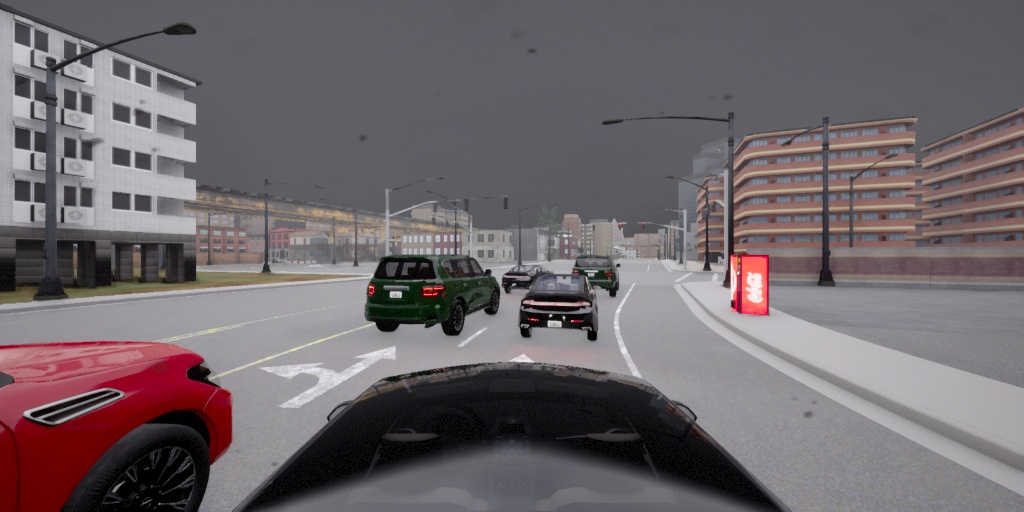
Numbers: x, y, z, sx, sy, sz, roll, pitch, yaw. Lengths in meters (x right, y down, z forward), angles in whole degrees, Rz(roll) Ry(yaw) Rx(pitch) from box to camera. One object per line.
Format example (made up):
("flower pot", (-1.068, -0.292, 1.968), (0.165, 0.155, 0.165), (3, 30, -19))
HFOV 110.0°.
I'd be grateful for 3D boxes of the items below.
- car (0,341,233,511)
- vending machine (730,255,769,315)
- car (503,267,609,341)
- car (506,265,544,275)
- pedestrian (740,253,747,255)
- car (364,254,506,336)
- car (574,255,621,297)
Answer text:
("car", (-3.265, 0.971, 0.473), (2.150, 2.045, 5.566), (0, 0, -2))
("vending machine", (7.808, 0.945, 11.787), (1.100, 2.100, 0.880), (0, 0, 20))
("car", (1.433, 1.241, 10.034), (2.128, 1.511, 4.902), (0, 0, 12))
("car", (1.102, 1.241, 20.110), (2.128, 1.511, 4.902), (0, 0, 24))
("pedestrian", (8.041, 0.795, 12.407), (0.375, 1.860, 0.375), (0, 0, 21))
("car", (-2.001, 0.971, 10.743), (2.150, 2.045, 5.566), (0, 0, 14))
("car", (4.551, 0.971, 19.277), (2.150, 2.045, 5.566), (0, 0, 19))
